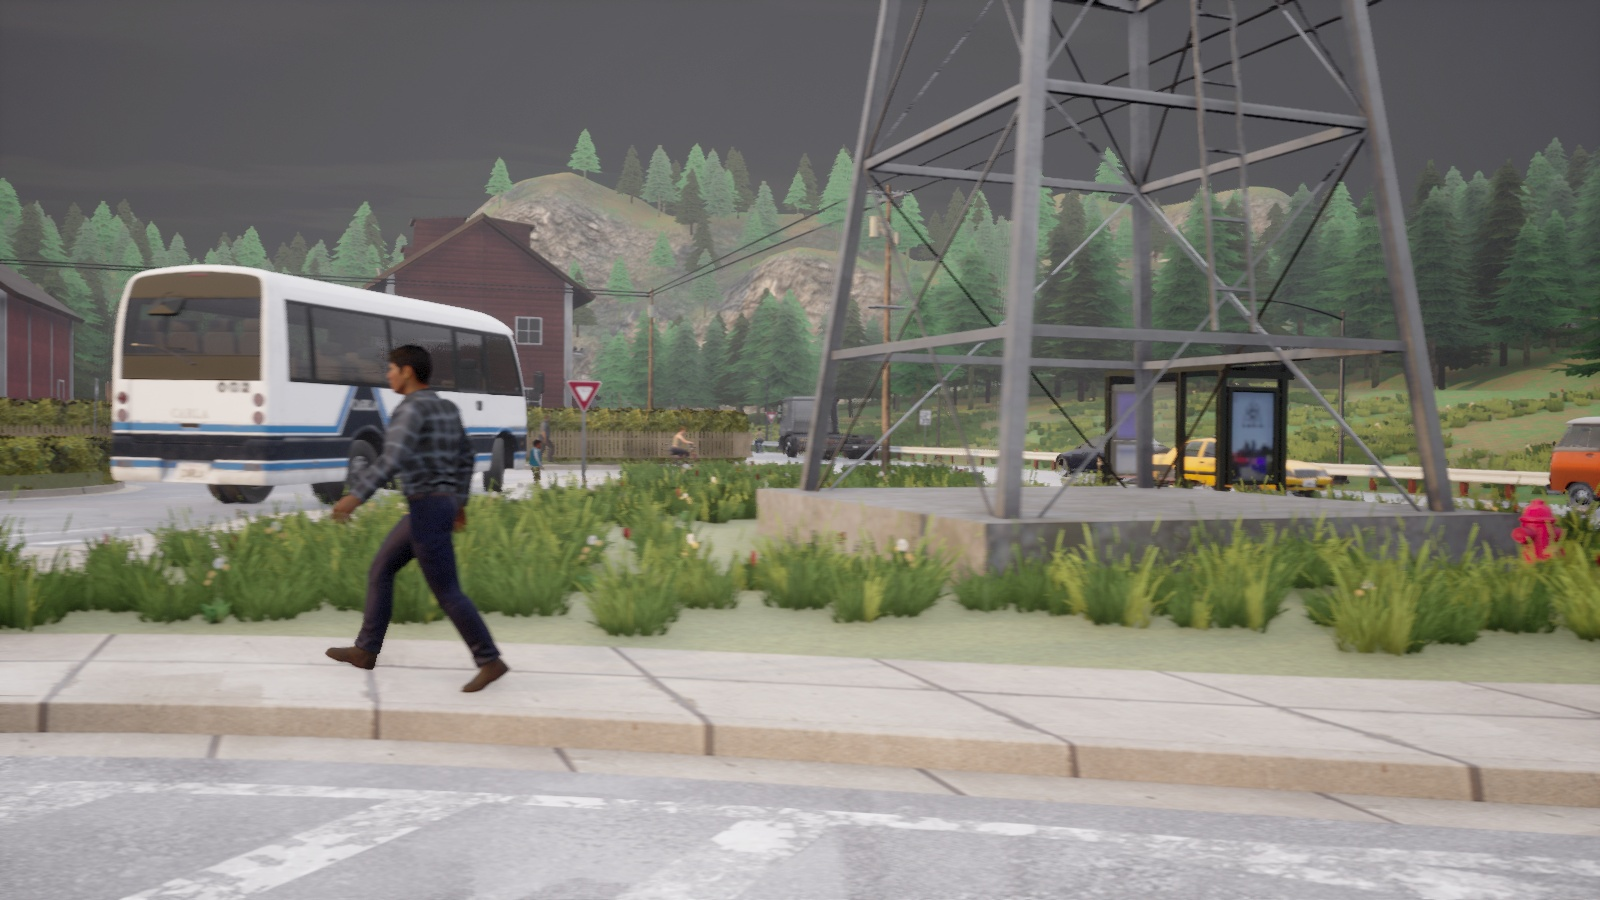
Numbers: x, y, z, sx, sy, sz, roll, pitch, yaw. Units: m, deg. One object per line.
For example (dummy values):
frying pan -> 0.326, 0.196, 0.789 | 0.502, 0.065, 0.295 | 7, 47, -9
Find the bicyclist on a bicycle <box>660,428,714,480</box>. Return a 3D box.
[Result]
bicyclist on a bicycle -> -3.616, 0.118, 40.197 | 1.509, 1.612, 0.866 | -1, 1, -20

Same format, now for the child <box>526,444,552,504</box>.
child -> -5.310, 0.478, 25.525 | 0.448, 1.192, 0.343 | -1, 1, -20

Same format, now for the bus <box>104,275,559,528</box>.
bus -> -9.050, -0.912, 26.498 | 3.944, 4.253, 10.273 | 0, 1, 13

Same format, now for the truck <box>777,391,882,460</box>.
truck -> 1.423, -1.285, 66.556 | 2.891, 3.462, 7.936 | -1, 1, -20

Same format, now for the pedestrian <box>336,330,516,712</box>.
pedestrian -> -1.960, 0.366, 6.630 | 0.788, 1.949, 0.423 | -1, 1, 3

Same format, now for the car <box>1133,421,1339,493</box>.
car -> 10.550, 0.118, 30.897 | 1.801, 1.575, 5.366 | -1, 1, -20

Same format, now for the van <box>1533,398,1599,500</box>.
van -> 16.708, -0.025, 24.108 | 1.775, 1.987, 4.442 | -1, 1, -20

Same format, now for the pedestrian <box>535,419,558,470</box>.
pedestrian -> -9.275, -0.194, 45.880 | 0.694, 1.848, 0.540 | -1, 1, -24

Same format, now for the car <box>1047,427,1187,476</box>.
car -> 10.404, 0.005, 41.641 | 2.163, 1.488, 4.792 | -1, 1, -20
